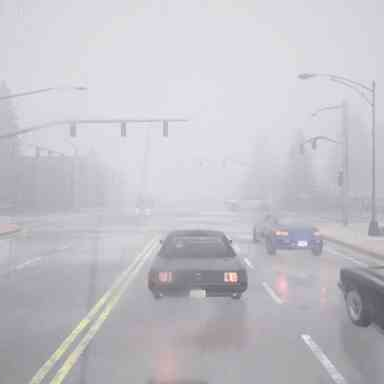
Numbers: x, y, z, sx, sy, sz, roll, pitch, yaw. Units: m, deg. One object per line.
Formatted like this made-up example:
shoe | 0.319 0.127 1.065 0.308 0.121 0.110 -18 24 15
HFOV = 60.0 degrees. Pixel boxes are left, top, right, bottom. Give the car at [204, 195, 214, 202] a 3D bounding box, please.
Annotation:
car | 3.833 1.355 75.059 2.097 1.767 4.553 0 0 0

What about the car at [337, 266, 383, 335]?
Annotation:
car | 3.614 1.601 4.071 1.895 1.301 4.718 0 0 0

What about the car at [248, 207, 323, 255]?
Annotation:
car | 3.637 1.526 13.174 1.812 1.442 4.674 0 0 0

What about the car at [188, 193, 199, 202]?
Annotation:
car | 0.329 1.225 74.954 2.150 2.045 5.566 0 0 0

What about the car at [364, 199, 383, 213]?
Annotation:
car | 21.362 1.477 36.126 5.008 1.535 1.882 0 0 0

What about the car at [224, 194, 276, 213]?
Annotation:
car | 6.243 1.223 36.255 5.566 2.045 2.150 0 0 1

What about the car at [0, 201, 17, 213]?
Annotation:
car | -22.082 1.601 36.717 4.718 1.301 1.895 0 0 0

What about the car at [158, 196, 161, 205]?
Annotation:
car | -6.809 1.352 59.025 2.097 1.767 4.553 0 0 1

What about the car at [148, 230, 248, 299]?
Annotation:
car | 0.099 1.601 8.383 1.895 1.301 4.718 0 0 0

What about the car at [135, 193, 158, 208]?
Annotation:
car | -6.860 1.221 49.014 2.150 2.045 5.566 0 0 1
